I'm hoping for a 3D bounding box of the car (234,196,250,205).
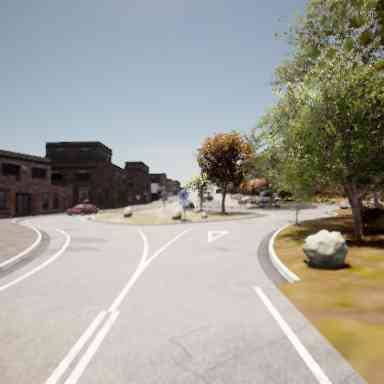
[{"bbox_3d":[12.966,2.523,86.469,2.128,1.511,4.902,-1,0,1],"label":"car"}]

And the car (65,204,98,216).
[{"bbox_3d":[-13.676,2.196,41.537,1.812,1.442,4.674,-2,-2,23],"label":"car"}]

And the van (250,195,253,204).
[{"bbox_3d":[17.928,2.284,86.282,4.442,1.987,1.878,-1,0,1],"label":"van"}]

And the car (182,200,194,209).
[{"bbox_3d":[-0.686,2.336,60.825,1.837,1.490,4.892,-1,0,-7],"label":"car"}]

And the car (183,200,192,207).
[{"bbox_3d":[-1.029,2.504,75.895,1.837,1.490,4.892,-1,-1,1],"label":"car"}]

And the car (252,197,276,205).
[{"bbox_3d":[16.126,2.201,72.567,1.837,1.490,4.892,1,-3,-35],"label":"car"}]

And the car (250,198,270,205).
[{"bbox_3d":[18.128,2.522,89.053,4.792,1.488,2.163,-1,0,1],"label":"car"}]
